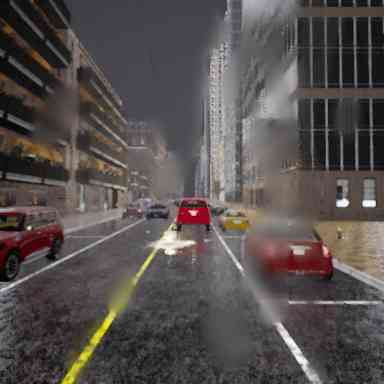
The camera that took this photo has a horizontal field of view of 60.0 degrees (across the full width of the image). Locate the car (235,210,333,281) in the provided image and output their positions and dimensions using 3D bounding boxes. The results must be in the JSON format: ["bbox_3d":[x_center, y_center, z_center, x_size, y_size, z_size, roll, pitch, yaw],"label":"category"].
[{"bbox_3d":[2.676,1.546,10.254,1.967,1.590,4.097,1,-1,0],"label":"car"}]

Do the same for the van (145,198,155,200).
[{"bbox_3d":[-5.667,1.739,38.868,1.690,1.788,3.998,1,-1,0],"label":"van"}]

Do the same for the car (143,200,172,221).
[{"bbox_3d":[-3.093,1.797,31.199,1.882,1.535,5.008,0,-1,0],"label":"car"}]

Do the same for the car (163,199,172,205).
[{"bbox_3d":[-5.669,2.334,78.577,1.752,1.417,4.829,1,-1,0],"label":"car"}]

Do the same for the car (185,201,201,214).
[{"bbox_3d":[0.103,1.928,41.587,1.837,1.490,4.892,0,-1,0],"label":"car"}]

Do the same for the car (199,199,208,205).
[{"bbox_3d":[2.678,2.353,78.622,1.887,1.381,4.507,1,-1,0],"label":"car"}]

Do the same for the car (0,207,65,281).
[{"bbox_3d":[-5.669,1.423,10.381,2.192,1.841,5.009,1,-1,0],"label":"car"}]

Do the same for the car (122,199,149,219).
[{"bbox_3d":[-5.670,1.780,33.170,1.967,1.590,4.097,1,-1,0],"label":"car"}]

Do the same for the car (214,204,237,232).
[{"bbox_3d":[2.675,1.749,21.818,1.752,1.417,4.829,1,-1,0],"label":"car"}]

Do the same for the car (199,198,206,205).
[{"bbox_3d":[2.678,2.395,84.491,1.752,1.417,4.829,1,-1,0],"label":"car"}]

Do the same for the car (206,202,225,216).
[{"bbox_3d":[2.675,1.940,38.740,1.887,1.381,4.507,1,-1,0],"label":"car"}]

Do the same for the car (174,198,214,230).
[{"bbox_3d":[0.100,1.458,23.012,2.150,2.045,5.566,0,-1,0],"label":"car"}]

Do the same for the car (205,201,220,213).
[{"bbox_3d":[2.676,1.981,44.607,1.752,1.417,4.829,1,-1,0],"label":"car"}]

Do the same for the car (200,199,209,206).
[{"bbox_3d":[2.676,2.331,72.924,1.802,1.307,4.206,1,-1,0],"label":"car"}]

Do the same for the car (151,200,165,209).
[{"bbox_3d":[-5.670,2.096,55.788,1.752,1.417,4.829,1,-1,0],"label":"car"}]

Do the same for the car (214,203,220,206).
[{"bbox_3d":[2.675,1.888,33.042,2.008,1.369,4.403,1,-1,0],"label":"car"}]
